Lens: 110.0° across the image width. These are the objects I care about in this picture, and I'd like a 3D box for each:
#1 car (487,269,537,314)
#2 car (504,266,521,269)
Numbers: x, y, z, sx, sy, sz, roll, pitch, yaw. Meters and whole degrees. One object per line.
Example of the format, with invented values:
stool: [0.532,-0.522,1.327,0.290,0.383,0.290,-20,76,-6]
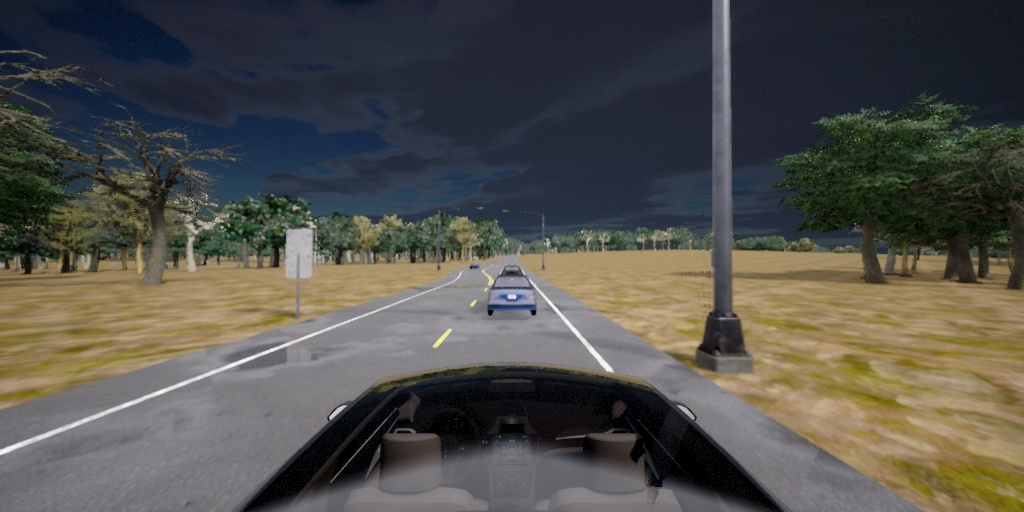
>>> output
car: [0.007,1.431,14.394,2.033,1.411,5.357,0,-1,0]
car: [0.012,1.557,30.350,1.837,1.490,4.892,0,0,0]
